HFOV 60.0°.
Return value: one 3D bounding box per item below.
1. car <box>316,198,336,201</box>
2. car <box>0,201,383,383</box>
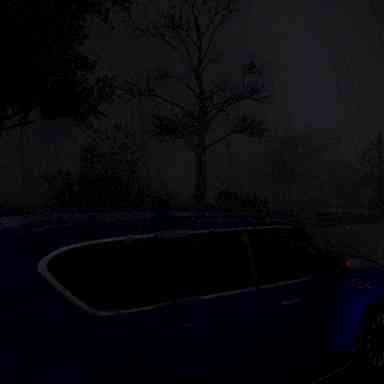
[{"bbox_3d":[17.378,1.533,42.253,1.812,1.442,4.674,0,0,-28],"label":"car"},{"bbox_3d":[0.230,1.221,3.864,5.566,2.045,2.150,0,0,-35],"label":"car"}]
